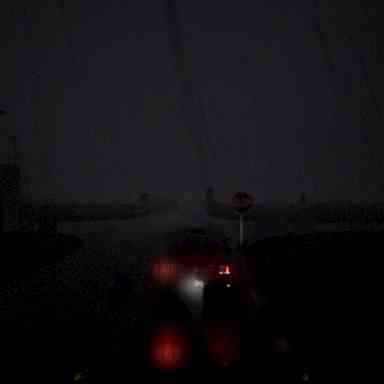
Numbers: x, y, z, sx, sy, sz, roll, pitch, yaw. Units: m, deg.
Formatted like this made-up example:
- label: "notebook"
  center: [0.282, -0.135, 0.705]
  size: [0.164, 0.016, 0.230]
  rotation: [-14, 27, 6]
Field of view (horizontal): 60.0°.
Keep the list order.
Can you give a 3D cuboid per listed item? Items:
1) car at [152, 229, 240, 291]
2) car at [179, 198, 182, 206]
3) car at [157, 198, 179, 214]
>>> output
- label: "car"
  center: [0.132, 1.670, 9.208]
  size: [1.895, 1.301, 4.718]
  rotation: [0, 0, 1]
- label: "car"
  center: [-2.848, 1.808, 48.722]
  size: [1.837, 1.490, 4.892]
  rotation: [0, 0, 0]
- label: "car"
  center: [-2.885, 1.731, 38.628]
  size: [1.882, 1.535, 5.008]
  rotation: [0, 0, 1]
